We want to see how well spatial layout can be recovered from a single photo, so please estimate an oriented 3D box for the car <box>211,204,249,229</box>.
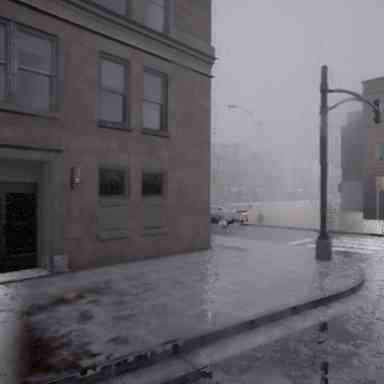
[{"bbox_3d":[1.549,1.562,22.458,4.902,1.511,2.128,0,-1,44],"label":"car"}]
